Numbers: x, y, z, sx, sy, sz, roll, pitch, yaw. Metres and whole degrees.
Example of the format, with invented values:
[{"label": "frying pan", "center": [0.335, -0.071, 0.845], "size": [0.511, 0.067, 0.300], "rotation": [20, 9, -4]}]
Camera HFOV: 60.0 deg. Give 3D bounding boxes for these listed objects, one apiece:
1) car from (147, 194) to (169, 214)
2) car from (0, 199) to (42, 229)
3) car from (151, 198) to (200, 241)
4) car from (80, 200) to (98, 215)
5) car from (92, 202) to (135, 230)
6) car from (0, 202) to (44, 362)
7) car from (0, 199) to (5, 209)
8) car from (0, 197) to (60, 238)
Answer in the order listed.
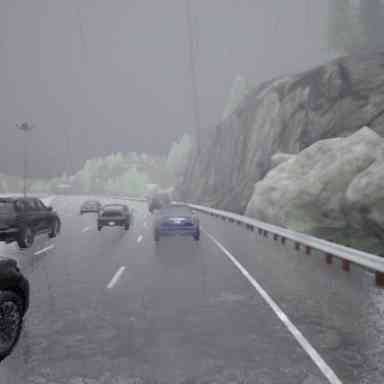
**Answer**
[{"label": "car", "center": [-3.611, 1.232, 36.401], "size": [2.150, 2.045, 5.566], "rotation": [0, 0, -11]}, {"label": "car", "center": [-12.027, 1.378, 22.558], "size": [2.097, 1.767, 4.553], "rotation": [0, 0, -7]}, {"label": "car", "center": [-0.844, 1.355, 16.993], "size": [2.097, 1.767, 4.553], "rotation": [0, 0, -5]}, {"label": "car", "center": [-10.287, 1.571, 34.133], "size": [2.033, 1.411, 5.357], "rotation": [0, 0, -11]}, {"label": "car", "center": [-4.788, 1.516, 21.147], "size": [1.837, 1.490, 4.892], "rotation": [0, 0, -6]}, {"label": "car", "center": [-3.502, 1.229, 2.694], "size": [2.150, 2.045, 5.566], "rotation": [0, 0, -1]}, {"label": "car", "center": [-27.700, 1.660, 46.295], "size": [1.895, 1.301, 4.718], "rotation": [0, 0, -16]}, {"label": "car", "center": [-7.625, 1.238, 14.600], "size": [2.150, 2.045, 5.566], "rotation": [0, 0, -5]}]
